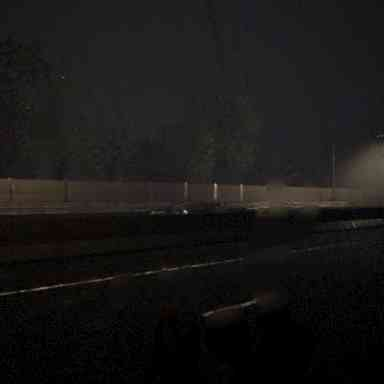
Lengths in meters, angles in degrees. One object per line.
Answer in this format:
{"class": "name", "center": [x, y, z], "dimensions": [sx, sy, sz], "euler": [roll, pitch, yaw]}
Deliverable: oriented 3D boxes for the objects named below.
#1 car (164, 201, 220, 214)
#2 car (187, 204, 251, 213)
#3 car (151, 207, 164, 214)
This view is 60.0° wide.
{"class": "car", "center": [0.508, 1.519, 25.851], "dimensions": [4.553, 1.767, 2.097], "euler": [1, 0, -35]}
{"class": "car", "center": [2.631, 1.715, 23.068], "dimensions": [5.357, 1.411, 2.033], "euler": [1, 0, -35]}
{"class": "car", "center": [-1.211, 1.663, 28.924], "dimensions": [4.902, 1.511, 2.128], "euler": [1, 0, -35]}
